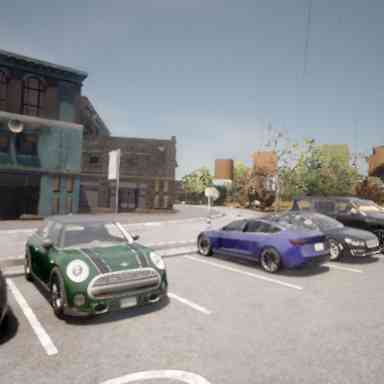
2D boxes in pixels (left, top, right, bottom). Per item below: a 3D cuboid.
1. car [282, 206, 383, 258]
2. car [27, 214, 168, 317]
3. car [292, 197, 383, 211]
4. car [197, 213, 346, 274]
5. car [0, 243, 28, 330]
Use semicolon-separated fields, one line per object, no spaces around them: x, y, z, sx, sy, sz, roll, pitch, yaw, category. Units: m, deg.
4.397;1.511;12.590;2.231;1.521;4.892;0;0;-36;car
-2.423;1.374;7.755;2.185;1.767;4.553;0;0;-36;car
6.687;1.240;14.181;2.435;2.045;5.566;-1;0;-35;car
2.122;1.548;10.995;2.163;1.488;4.792;0;0;-36;car
-4.692;1.506;6.134;2.163;1.488;4.792;1;0;-36;car
